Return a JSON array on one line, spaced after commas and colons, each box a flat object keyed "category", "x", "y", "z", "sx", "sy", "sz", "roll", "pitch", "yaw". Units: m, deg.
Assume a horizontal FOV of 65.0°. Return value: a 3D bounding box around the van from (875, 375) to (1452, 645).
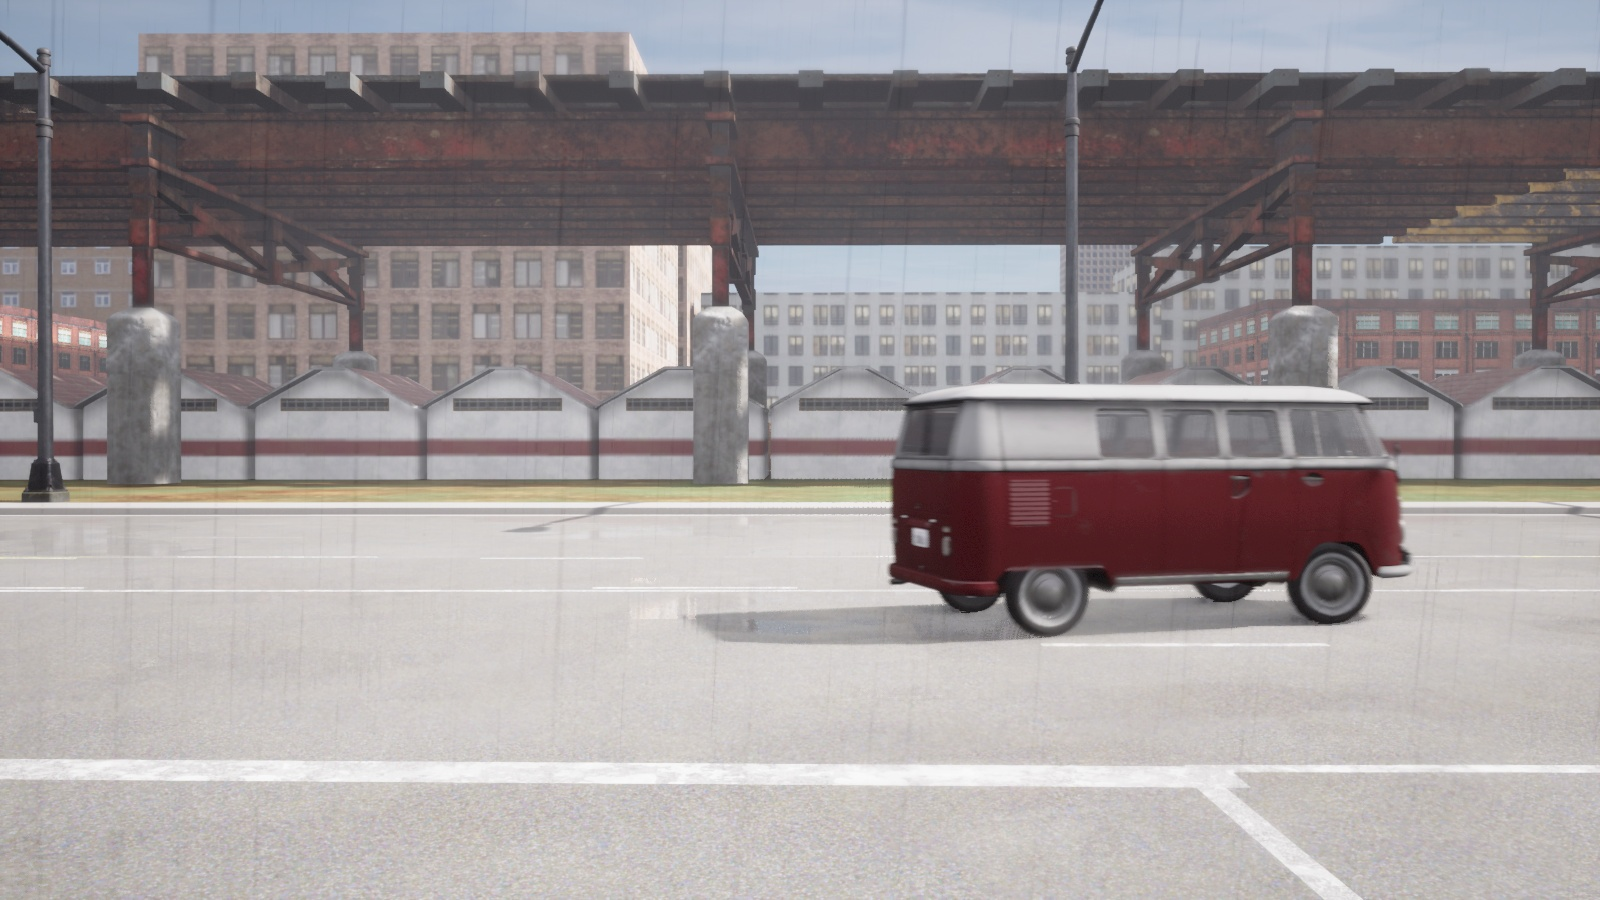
[{"category": "van", "x": 3.027, "y": 0.441, "z": 10.686, "sx": 4.442, "sy": 1.987, "sz": 1.775, "roll": 0, "pitch": 0, "yaw": -15}]
